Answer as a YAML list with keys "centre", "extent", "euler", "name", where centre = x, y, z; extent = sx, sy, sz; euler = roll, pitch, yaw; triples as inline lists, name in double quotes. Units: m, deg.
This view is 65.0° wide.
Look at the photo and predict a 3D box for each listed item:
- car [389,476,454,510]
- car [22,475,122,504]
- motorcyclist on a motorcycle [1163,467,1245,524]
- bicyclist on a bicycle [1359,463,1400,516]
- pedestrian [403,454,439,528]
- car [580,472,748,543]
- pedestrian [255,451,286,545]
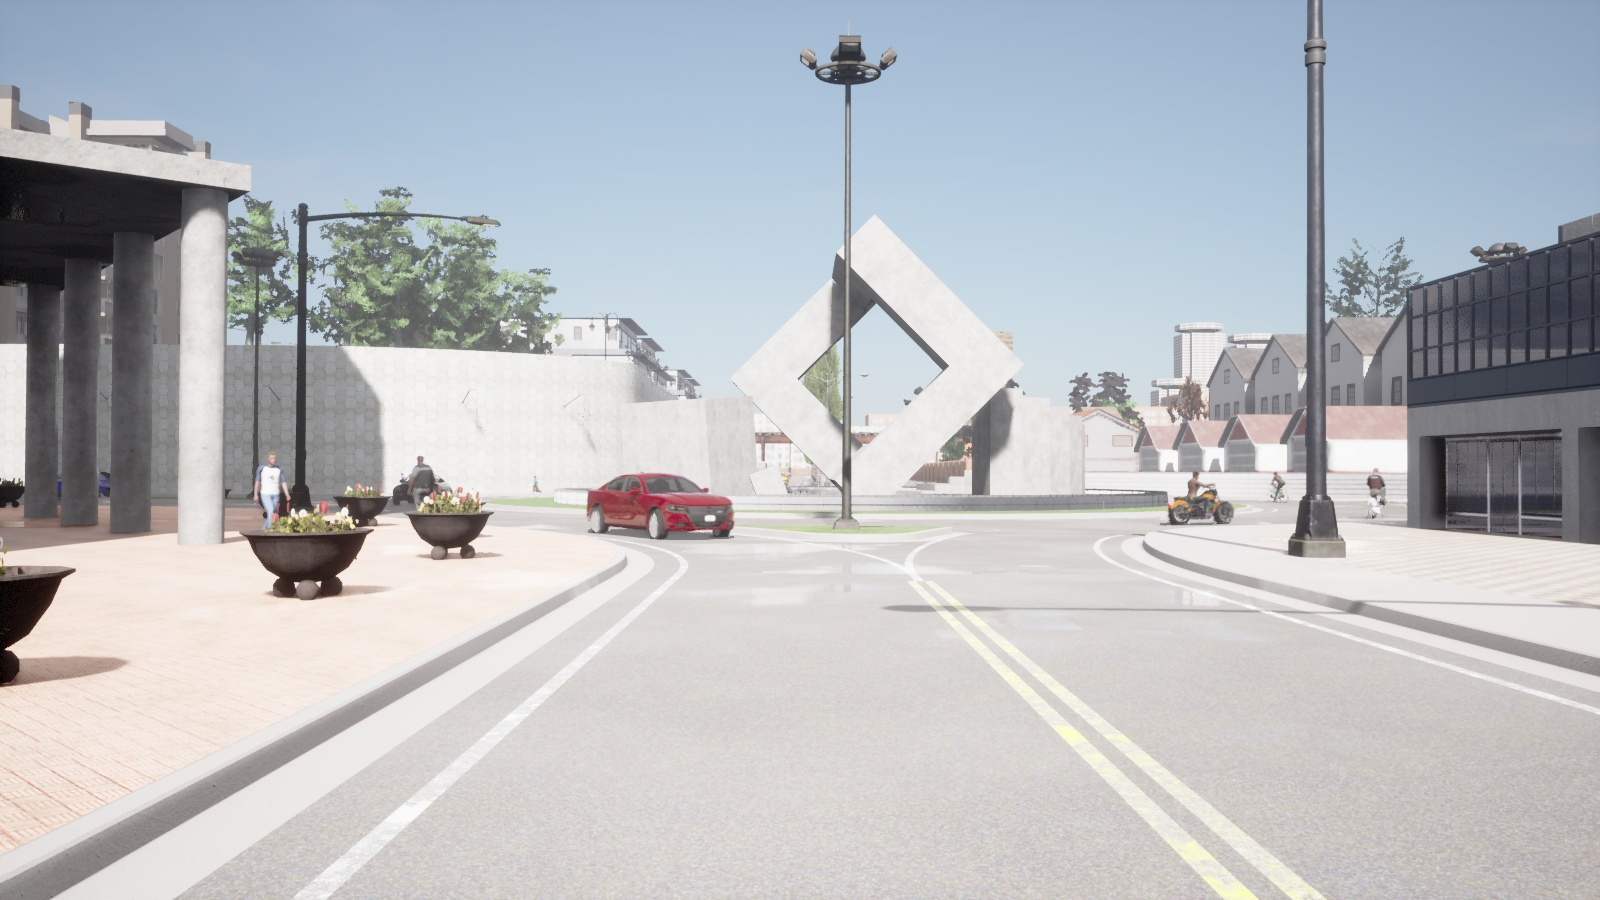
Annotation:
- centre: [-16.741, 1.879, 55.751]
  extent: [1.994, 1.385, 4.181]
  euler: [0, -1, -5]
  name: "car"
- centre: [-38.480, 2.095, 66.412]
  extent: [4.193, 1.474, 1.816]
  euler: [0, -1, -3]
  name: "car"
- centre: [11.962, 1.341, 37.216]
  extent: [2.350, 1.649, 0.766]
  euler: [0, -2, -22]
  name: "motorcyclist on a motorcycle"
- centre: [19.843, 1.325, 42.966]
  extent: [0.659, 1.776, 1.843]
  euler: [-2, -2, 44]
  name: "bicyclist on a bicycle"
- centre: [-9.714, 1.048, 32.204]
  extent: [0.563, 1.883, 0.849]
  euler: [1, -1, -44]
  name: "pedestrian"
- centre: [-3.344, 1.307, 29.921]
  extent: [1.882, 1.535, 5.008]
  euler: [1, -1, -34]
  name: "car"
- centre: [-10.469, 0.947, 24.847]
  extent: [0.354, 1.836, 0.706]
  euler: [1, -1, -41]
  name: "pedestrian"
